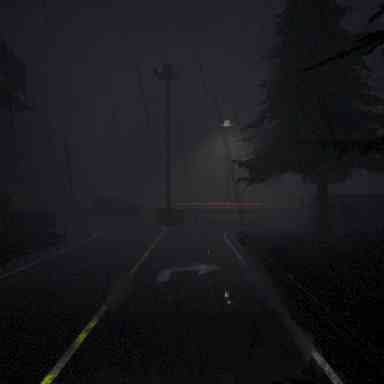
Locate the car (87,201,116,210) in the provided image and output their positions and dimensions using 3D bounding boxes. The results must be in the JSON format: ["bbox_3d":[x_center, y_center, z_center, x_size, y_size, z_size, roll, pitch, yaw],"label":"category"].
[{"bbox_3d":[-14.750,2.150,54.164,4.181,1.385,1.994,0,-1,-1],"label":"car"}]

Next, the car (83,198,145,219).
[{"bbox_3d":[-7.455,1.587,33.063,5.566,2.045,2.150,0,-1,-2],"label":"car"}]

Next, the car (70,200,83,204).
[{"bbox_3d":[-16.907,2.027,50.686,5.008,1.535,1.882,0,-1,-1],"label":"car"}]

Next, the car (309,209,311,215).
[{"bbox_3d":[14.222,1.892,33.413,4.674,1.442,1.812,0,-1,-1],"label":"car"}]

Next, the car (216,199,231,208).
[{"bbox_3d":[6.149,1.975,57.962,4.553,1.767,2.097,0,-1,0],"label":"car"}]

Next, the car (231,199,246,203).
[{"bbox_3d":[9.292,2.090,54.519,4.892,1.490,1.837,0,-1,-1],"label":"car"}]

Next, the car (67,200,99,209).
[{"bbox_3d":[-18.772,2.113,57.603,4.902,1.511,2.128,0,-1,-1],"label":"car"}]

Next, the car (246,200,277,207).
[{"bbox_3d":[11.164,2.151,51.055,4.718,1.301,1.895,0,-1,-1],"label":"car"}]
